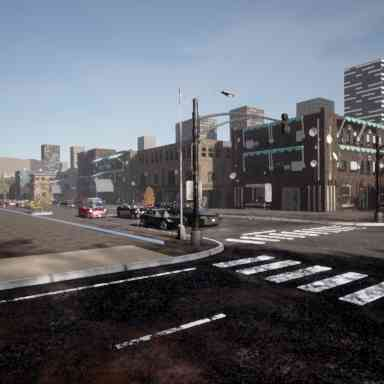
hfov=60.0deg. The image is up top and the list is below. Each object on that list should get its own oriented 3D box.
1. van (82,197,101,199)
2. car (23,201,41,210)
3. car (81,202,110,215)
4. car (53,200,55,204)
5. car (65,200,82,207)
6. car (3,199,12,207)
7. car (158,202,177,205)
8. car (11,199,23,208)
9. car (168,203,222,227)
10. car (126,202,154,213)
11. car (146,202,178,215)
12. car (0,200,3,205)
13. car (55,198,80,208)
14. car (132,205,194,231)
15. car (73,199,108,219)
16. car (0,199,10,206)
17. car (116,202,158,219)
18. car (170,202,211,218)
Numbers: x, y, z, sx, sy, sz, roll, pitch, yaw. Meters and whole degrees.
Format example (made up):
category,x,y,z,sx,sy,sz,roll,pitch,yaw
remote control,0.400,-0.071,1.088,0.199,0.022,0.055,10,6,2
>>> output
category,x,y,z,sx,sy,sz,roll,pitch,yaw
van,-16.798,1.907,56.890,1.690,1.788,3.998,-1,0,-37
car,-26.717,2.233,56.171,1.752,1.417,4.829,-1,0,-37
car,-11.839,1.975,40.619,1.812,1.442,4.674,-1,0,-36
car,-30.045,2.364,74.628,1.947,1.339,4.313,-1,0,-37
car,-23.419,2.228,65.759,1.887,1.381,4.507,-1,0,-37
car,-40.073,2.380,74.043,1.967,1.590,4.097,-1,0,-37
car,-2.716,1.798,33.705,1.837,1.490,4.892,-1,0,-37
car,-33.445,2.376,65.176,2.008,1.369,4.403,-1,0,-37
car,0.262,1.783,24.384,1.994,1.385,4.181,-1,0,-38
car,-6.853,1.966,43.588,1.802,1.307,4.206,-2,0,-37
car,-3.541,1.904,39.155,1.802,1.307,4.206,-2,0,-37
car,-43.383,2.547,78.478,2.008,1.369,4.403,-1,0,-37
car,-22.655,2.150,60.422,2.128,1.511,4.902,-1,0,-37
car,-2.045,1.815,22.948,1.947,1.339,4.313,-2,0,-37
car,-10.256,1.847,34.136,1.967,1.590,4.097,-2,0,-37
car,-46.696,2.598,82.912,1.887,1.381,4.507,-1,0,-37
car,-5.718,1.825,32.412,2.128,1.511,4.902,-1,0,-37
car,-0.228,1.810,34.720,2.008,1.369,4.403,-2,0,-37
